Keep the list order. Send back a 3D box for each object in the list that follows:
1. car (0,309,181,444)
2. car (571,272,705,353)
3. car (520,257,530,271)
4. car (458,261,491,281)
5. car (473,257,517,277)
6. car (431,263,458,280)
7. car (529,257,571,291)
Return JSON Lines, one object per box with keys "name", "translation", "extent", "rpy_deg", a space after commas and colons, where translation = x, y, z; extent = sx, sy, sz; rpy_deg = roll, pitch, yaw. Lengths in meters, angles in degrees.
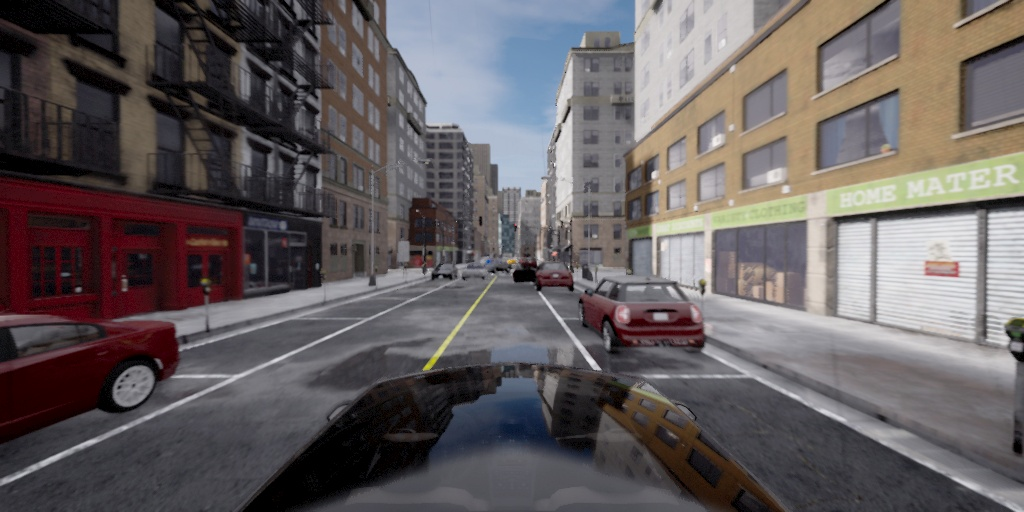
{"name": "car", "translation": [-5.669, 1.293, 3.304], "extent": [1.888, 1.381, 4.507], "rpy_deg": [0, 0, 0]}
{"name": "car", "translation": [2.856, 1.181, 8.802], "extent": [1.967, 1.591, 4.097], "rpy_deg": [0, 0, 0]}
{"name": "car", "translation": [2.845, 1.050, 57.661], "extent": [2.192, 1.841, 5.009], "rpy_deg": [0, 0, 0]}
{"name": "car", "translation": [-3.051, 1.327, 30.088], "extent": [1.895, 1.301, 4.718], "rpy_deg": [0, 0, 1]}
{"name": "car", "translation": [-1.833, 1.238, 40.851], "extent": [2.128, 1.511, 4.902], "rpy_deg": [0, 0, 31]}
{"name": "car", "translation": [-5.675, 1.292, 30.787], "extent": [1.948, 1.339, 4.313], "rpy_deg": [0, 0, 0]}
{"name": "car", "translation": [2.385, 1.082, 21.691], "extent": [2.097, 1.767, 4.553], "rpy_deg": [0, 0, 0]}
